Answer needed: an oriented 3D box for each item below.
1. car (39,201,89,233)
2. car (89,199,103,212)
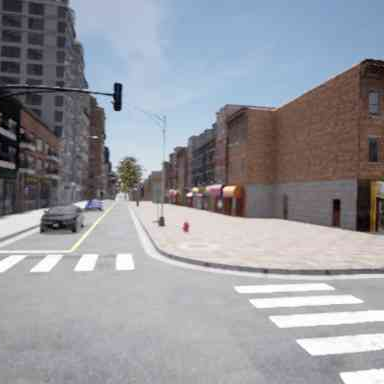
[{"bbox_3d":[-7.475,1.448,19.513,1.882,1.535,5.008,2,0,-12],"label":"car"},{"bbox_3d":[-11.760,1.595,40.244,1.812,1.442,4.674,2,-1,-12],"label":"car"}]
